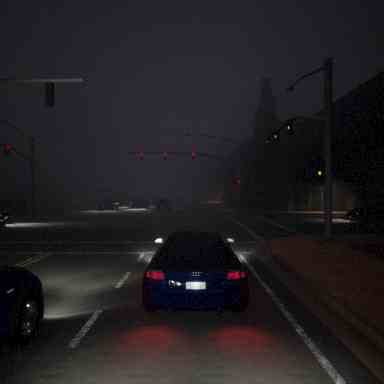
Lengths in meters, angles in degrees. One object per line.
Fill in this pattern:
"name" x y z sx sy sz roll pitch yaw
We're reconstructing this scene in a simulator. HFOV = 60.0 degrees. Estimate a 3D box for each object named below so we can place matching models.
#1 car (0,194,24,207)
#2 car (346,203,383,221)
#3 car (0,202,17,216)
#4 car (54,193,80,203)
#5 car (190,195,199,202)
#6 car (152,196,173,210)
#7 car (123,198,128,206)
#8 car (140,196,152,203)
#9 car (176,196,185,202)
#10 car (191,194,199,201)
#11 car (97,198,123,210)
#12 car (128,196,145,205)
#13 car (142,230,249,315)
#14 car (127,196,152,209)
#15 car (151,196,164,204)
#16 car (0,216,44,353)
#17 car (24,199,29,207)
"car" -24.969 1.153 43.146 4.605 1.855 1.932 0 0 0
"car" 15.241 1.547 26.458 5.357 1.411 2.033 0 0 0
"car" -14.672 1.564 22.583 4.181 1.385 1.994 0 0 -8
"car" -24.937 1.156 65.664 3.866 1.878 1.905 0 0 0
"car" 0.584 1.535 72.637 2.033 1.411 5.357 0 0 2
"car" -3.563 1.505 42.884 1.837 1.490 4.892 0 0 1
"car" -10.526 1.564 51.801 1.994 1.385 4.181 0 0 4
"car" -9.942 1.548 71.780 1.994 1.385 4.181 0 0 2
"car" -2.764 1.553 78.449 1.994 1.385 4.181 0 0 2
"car" 0.864 1.395 83.281 1.882 1.535 5.008 0 0 2
"car" -10.734 1.505 42.892 1.837 1.490 4.892 0 0 1
"car" -10.269 1.492 61.738 2.128 1.511 4.902 0 0 2
"car" 0.066 1.564 7.677 1.994 1.385 4.181 0 0 0
"car" -7.169 1.564 46.102 1.994 1.385 4.181 0 0 2
"car" -6.675 1.563 64.777 1.994 1.385 4.181 0 0 1
"car" -3.442 1.352 3.538 2.097 1.767 4.553 0 0 0
"car" -24.912 1.156 46.041 3.866 1.878 1.905 0 0 0
